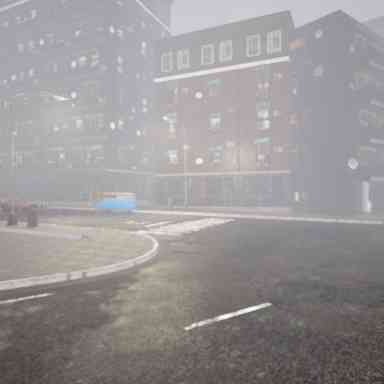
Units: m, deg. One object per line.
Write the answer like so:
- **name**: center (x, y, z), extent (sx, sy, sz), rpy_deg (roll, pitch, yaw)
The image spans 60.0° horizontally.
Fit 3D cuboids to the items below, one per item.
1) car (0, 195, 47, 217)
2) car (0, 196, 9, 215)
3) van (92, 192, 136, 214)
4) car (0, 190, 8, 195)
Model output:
- **car**: center (-13.524, 1.137, 25.626), extent (4.718, 1.301, 1.895), rpy_deg (1, 1, 25)
- **car**: center (-15.497, 1.120, 23.702), extent (4.206, 1.307, 1.802), rpy_deg (1, 0, 25)
- **van**: center (-6.762, 0.912, 28.889), extent (3.998, 1.788, 1.690), rpy_deg (1, 0, 25)
- **car**: center (-22.086, 0.622, 36.004), extent (5.009, 1.841, 2.192), rpy_deg (1, 0, 25)
